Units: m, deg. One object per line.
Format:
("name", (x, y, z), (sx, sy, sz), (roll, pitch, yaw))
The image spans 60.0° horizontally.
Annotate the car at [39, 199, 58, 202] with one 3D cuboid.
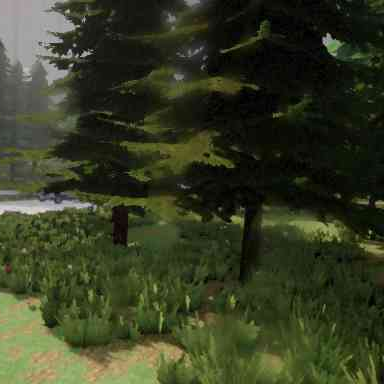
("car", (-9.976, 0.076, 26.370), (1.812, 1.442, 4.674), (5, 3, 24))
